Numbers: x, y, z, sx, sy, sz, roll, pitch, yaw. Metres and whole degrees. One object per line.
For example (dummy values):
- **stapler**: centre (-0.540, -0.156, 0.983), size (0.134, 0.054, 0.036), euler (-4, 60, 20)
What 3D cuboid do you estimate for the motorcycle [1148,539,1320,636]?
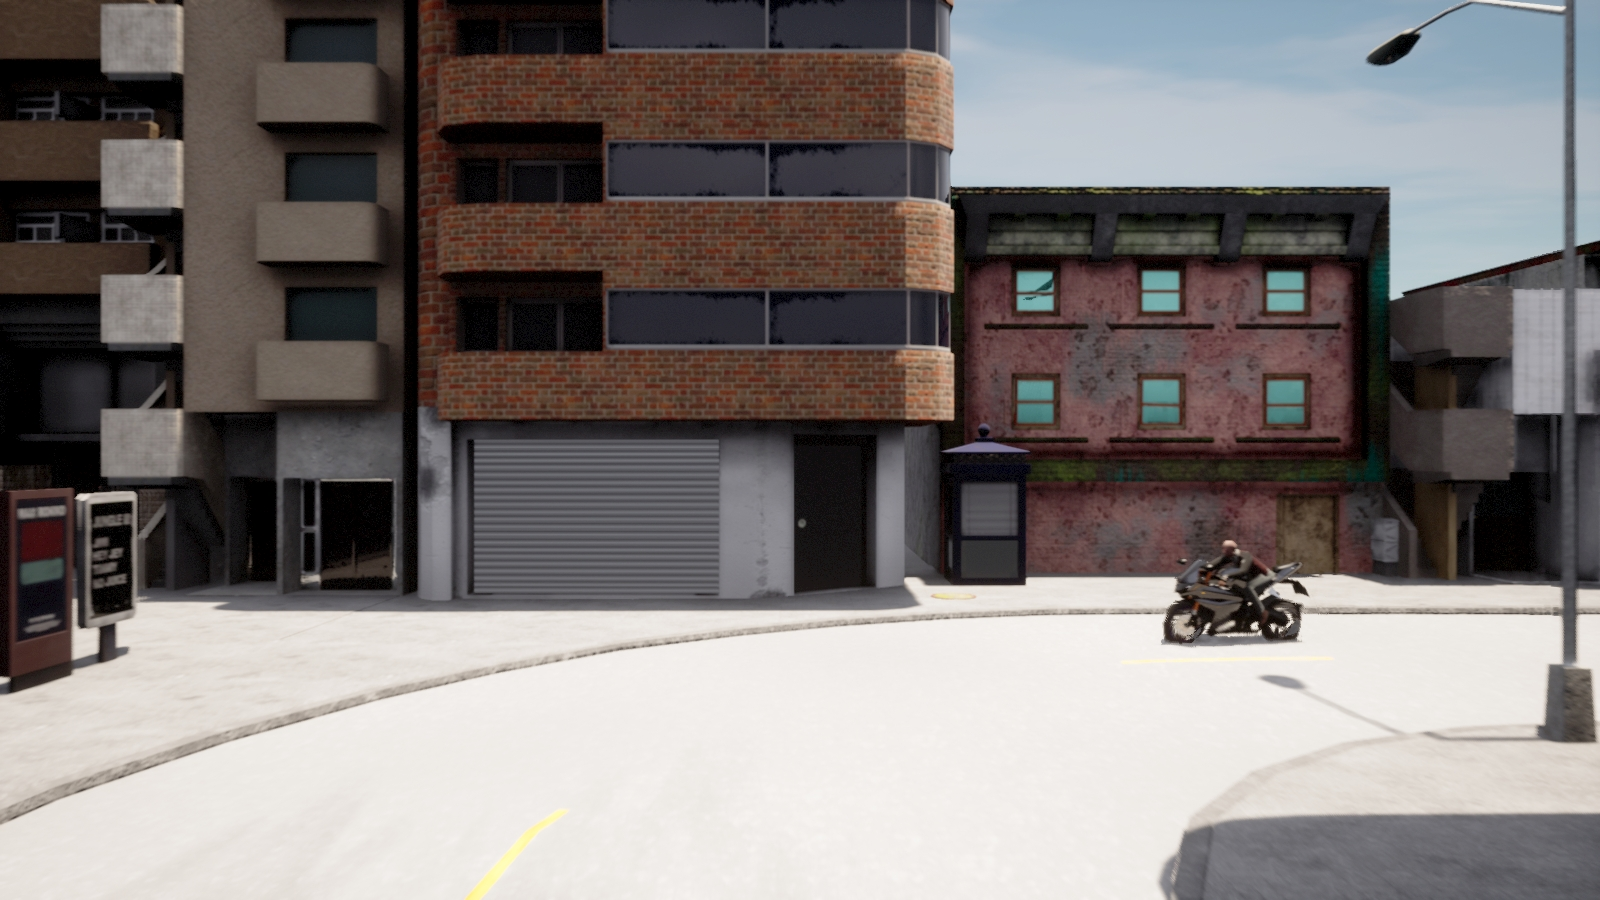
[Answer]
- **motorcycle**: centre (6.314, 1.986, 16.664), size (2.209, 1.251, 0.867), euler (0, 1, -10)
